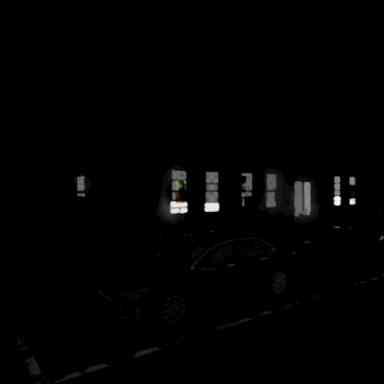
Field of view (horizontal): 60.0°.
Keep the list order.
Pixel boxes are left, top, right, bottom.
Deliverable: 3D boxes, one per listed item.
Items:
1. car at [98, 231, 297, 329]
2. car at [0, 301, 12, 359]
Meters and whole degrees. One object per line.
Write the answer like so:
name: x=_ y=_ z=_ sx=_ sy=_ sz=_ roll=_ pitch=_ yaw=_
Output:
car: x=0.314 y=1.526 z=6.804 sx=4.403 sy=1.369 sz=2.008 roll=0 pitch=0 yaw=-36
car: x=-4.305 y=1.449 z=3.478 sx=4.097 sy=1.590 sz=1.967 roll=0 pitch=0 yaw=-36
